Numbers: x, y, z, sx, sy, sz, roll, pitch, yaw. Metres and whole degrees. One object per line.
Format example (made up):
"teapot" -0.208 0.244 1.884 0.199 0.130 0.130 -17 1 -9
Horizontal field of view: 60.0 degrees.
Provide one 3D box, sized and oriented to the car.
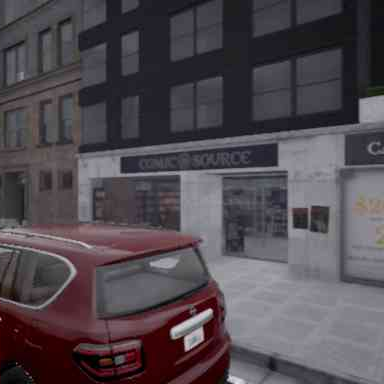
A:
"car" -1.928 1.311 4.185 5.009 1.841 2.192 0 0 35
